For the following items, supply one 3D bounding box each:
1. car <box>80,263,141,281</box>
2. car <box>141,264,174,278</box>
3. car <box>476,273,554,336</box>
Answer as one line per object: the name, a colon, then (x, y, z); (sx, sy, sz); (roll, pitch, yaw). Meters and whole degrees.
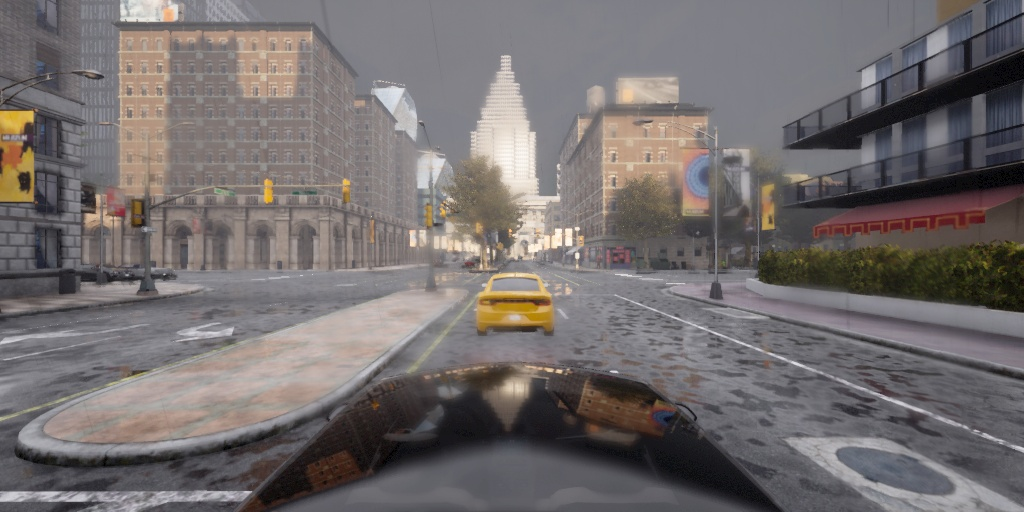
car: (-33.416, 1.276, 28.953); (4.674, 1.442, 1.812); (0, 0, 0)
car: (-33.668, 1.351, 32.451); (4.718, 1.301, 1.895); (0, 0, 0)
car: (0.092, 1.228, 10.455); (1.882, 1.535, 5.008); (0, 0, 0)
